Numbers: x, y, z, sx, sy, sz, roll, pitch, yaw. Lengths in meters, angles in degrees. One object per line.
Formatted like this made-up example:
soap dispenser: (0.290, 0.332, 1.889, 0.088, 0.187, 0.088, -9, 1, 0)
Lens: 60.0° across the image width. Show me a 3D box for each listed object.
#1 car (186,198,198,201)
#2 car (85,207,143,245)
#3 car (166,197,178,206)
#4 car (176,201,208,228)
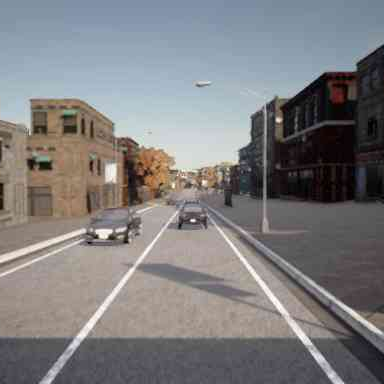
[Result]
car: (-0.011, 1.551, 42.050, 1.882, 1.535, 5.008, 0, 0, 0)
car: (-3.511, 1.498, 15.667, 2.128, 1.511, 4.902, 0, 0, 0)
car: (-3.342, 1.602, 56.373, 1.837, 1.490, 4.892, 0, 0, 1)
car: (0.060, 1.541, 22.095, 1.812, 1.442, 4.674, 0, 0, 0)
